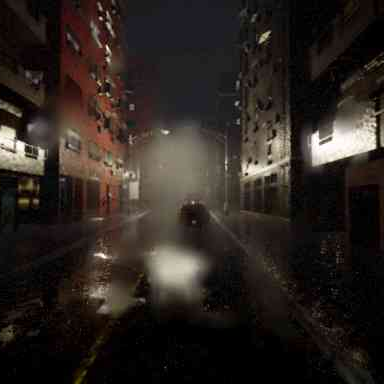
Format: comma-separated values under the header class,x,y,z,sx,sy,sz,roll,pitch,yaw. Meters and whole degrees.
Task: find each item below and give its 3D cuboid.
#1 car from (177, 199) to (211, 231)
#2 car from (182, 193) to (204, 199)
class,x,y,z,sx,sy,sz,roll,pitch,yaw
car,0.110,1.451,20.339,1.882,1.535,5.008,0,0,0
car,0.125,1.165,36.896,2.150,2.045,5.566,0,0,0
